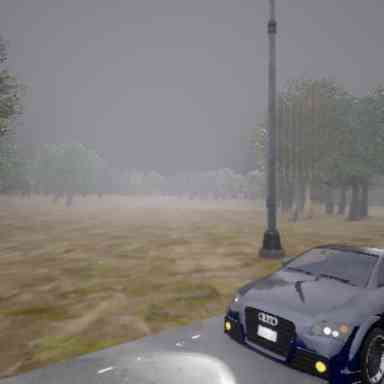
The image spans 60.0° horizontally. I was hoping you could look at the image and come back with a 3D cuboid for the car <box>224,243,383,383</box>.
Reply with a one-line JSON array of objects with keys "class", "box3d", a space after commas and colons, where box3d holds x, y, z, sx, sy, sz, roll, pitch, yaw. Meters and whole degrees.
[{"class": "car", "box3d": [2.510, 1.586, 5.370, 4.181, 1.385, 1.994, 0, 0, -38]}]
